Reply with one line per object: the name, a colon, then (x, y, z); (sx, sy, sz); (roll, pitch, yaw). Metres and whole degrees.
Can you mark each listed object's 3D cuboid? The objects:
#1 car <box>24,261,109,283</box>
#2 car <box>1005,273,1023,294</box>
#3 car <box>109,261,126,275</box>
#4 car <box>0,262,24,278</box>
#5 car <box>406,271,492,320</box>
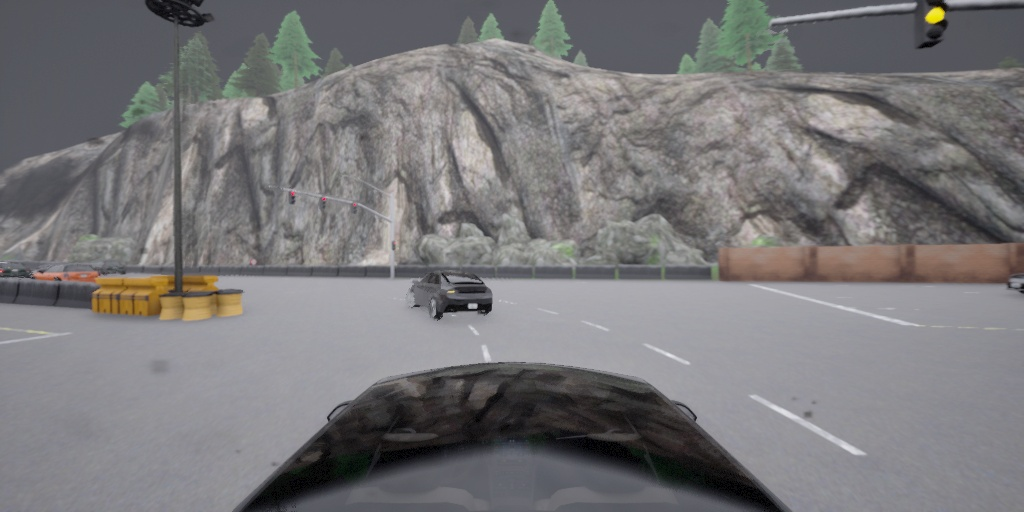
car: (-31.607, 1.395, 25.448); (4.553, 1.767, 2.097); (0, 0, 18)
car: (24.000, 0.962, 14.653); (4.902, 1.511, 2.128); (-1, 0, 18)
car: (-47.375, 1.360, 41.671); (4.553, 1.767, 2.097); (0, 0, 18)
car: (-49.590, 1.382, 35.030); (4.553, 1.767, 2.097); (0, 0, 18)
car: (-2.386, 1.287, 13.060); (1.837, 1.490, 4.892); (3, -1, -29)
